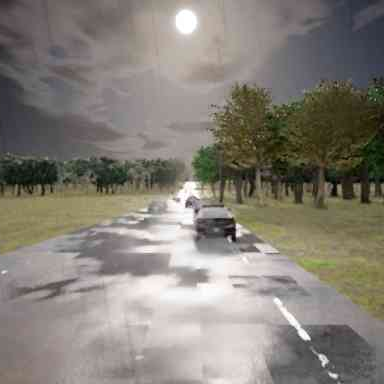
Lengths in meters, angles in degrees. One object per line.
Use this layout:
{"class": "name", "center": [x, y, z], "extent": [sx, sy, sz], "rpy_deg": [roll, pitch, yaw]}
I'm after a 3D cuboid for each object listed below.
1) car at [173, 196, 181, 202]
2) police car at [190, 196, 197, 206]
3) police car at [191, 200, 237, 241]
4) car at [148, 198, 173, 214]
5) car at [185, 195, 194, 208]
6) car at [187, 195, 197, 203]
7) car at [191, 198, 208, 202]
{"class": "car", "center": [-3.474, 1.496, 76.432], "extent": [1.994, 1.385, 4.181], "rpy_deg": [0, 0, 0]}
{"class": "police car", "center": [1.061, 1.452, 32.758], "extent": [1.930, 1.638, 5.238], "rpy_deg": [0, 0, 0]}
{"class": "police car", "center": [1.056, 1.423, 16.755], "extent": [1.930, 1.638, 5.238], "rpy_deg": [0, 0, 0]}
{"class": "car", "center": [-3.579, 1.527, 35.762], "extent": [2.128, 1.511, 4.902], "rpy_deg": [0, 0, 0]}
{"class": "car", "center": [0.019, 1.430, 50.879], "extent": [2.097, 1.767, 4.553], "rpy_deg": [0, 0, 0]}
{"class": "car", "center": [0.024, 1.426, 69.277], "extent": [1.882, 1.535, 5.008], "rpy_deg": [0, 0, 0]}
{"class": "car", "center": [1.059, 1.490, 26.647], "extent": [1.882, 1.535, 5.008], "rpy_deg": [0, 0, 0]}
